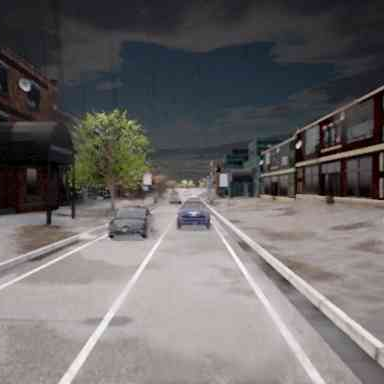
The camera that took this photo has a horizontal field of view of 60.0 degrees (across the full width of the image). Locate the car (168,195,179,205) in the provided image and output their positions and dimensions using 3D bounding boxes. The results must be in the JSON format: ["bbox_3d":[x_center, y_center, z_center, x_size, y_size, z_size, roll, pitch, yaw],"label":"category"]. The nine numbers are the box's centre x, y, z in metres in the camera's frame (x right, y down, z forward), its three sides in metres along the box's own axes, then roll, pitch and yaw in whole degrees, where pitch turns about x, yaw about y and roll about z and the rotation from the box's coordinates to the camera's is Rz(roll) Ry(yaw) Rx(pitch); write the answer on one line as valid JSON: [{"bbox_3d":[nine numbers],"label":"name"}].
[{"bbox_3d":[-3.032,1.370,59.555,2.097,1.767,4.553,0,0,1],"label":"car"}]

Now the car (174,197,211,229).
[{"bbox_3d":[0.102,1.390,22.154,2.097,1.767,4.553,0,0,0],"label":"car"}]

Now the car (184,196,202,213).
[{"bbox_3d":[0.104,1.432,39.845,2.097,1.767,4.553,0,0,0],"label":"car"}]

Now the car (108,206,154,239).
[{"bbox_3d":[-3.096,1.527,17.657,1.837,1.490,4.892,0,0,0],"label":"car"}]
